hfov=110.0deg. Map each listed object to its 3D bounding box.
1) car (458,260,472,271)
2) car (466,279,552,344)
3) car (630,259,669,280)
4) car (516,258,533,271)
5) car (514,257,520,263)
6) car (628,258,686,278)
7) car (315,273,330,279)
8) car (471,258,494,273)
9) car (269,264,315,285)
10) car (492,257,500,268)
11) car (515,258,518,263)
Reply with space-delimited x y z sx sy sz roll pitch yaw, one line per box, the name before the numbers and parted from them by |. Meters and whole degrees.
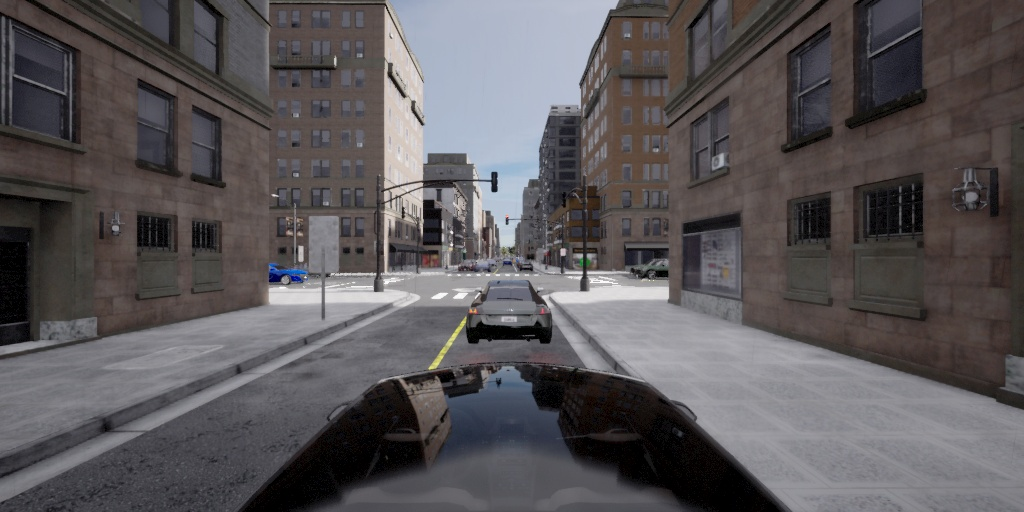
car | -6.129 1.240 48.641 1.967 1.591 4.097 0 0 0
car | -0.071 1.316 9.635 1.994 1.385 4.181 0 0 0
car | 12.726 1.054 30.076 4.553 1.767 2.097 0 0 -1
car | 1.895 1.366 48.706 1.948 1.339 4.313 0 0 0
car | 1.759 1.400 65.239 1.948 1.339 4.313 0 0 0
car | 13.374 1.058 33.336 4.553 1.767 2.097 0 0 -1
car | -19.055 1.399 32.914 4.181 1.385 1.994 0 0 -1
car | -3.579 1.319 44.687 1.812 1.442 4.674 0 0 1
car | -17.586 1.293 26.216 5.008 1.535 1.882 0 0 1
car | -3.684 1.381 64.896 2.033 1.411 5.357 0 0 0
car | 1.804 1.403 59.729 1.802 1.307 4.207 0 0 0
